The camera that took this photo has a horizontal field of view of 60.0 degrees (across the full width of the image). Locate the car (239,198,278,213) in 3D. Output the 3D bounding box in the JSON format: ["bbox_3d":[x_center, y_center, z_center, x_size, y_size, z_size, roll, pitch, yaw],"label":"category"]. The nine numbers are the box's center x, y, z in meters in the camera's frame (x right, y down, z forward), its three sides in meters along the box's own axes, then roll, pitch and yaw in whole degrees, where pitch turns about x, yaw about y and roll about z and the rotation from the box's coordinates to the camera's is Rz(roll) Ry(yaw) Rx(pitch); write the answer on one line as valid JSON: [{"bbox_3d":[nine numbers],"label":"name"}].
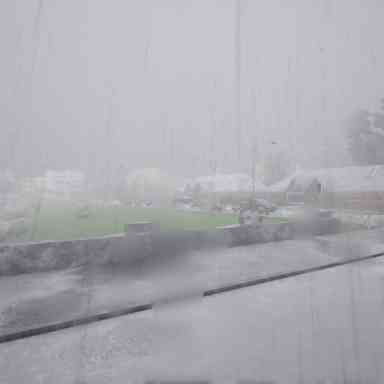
[{"bbox_3d":[7.466,1.505,37.703,1.837,1.490,4.892,0,0,-35],"label":"car"}]

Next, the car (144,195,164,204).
[{"bbox_3d":[-7.579,1.478,65.868,1.882,1.535,5.008,0,0,-35],"label":"car"}]

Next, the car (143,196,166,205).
[{"bbox_3d":[-6.545,1.548,57.486,2.033,1.411,5.357,0,0,-35],"label":"car"}]

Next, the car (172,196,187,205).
[{"bbox_3d":[-1.653,1.478,57.635,1.882,1.535,5.008,0,0,-35],"label":"car"}]

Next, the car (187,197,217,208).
[{"bbox_3d":[1.619,1.564,45.913,1.994,1.385,4.181,0,0,-36],"label":"car"}]
